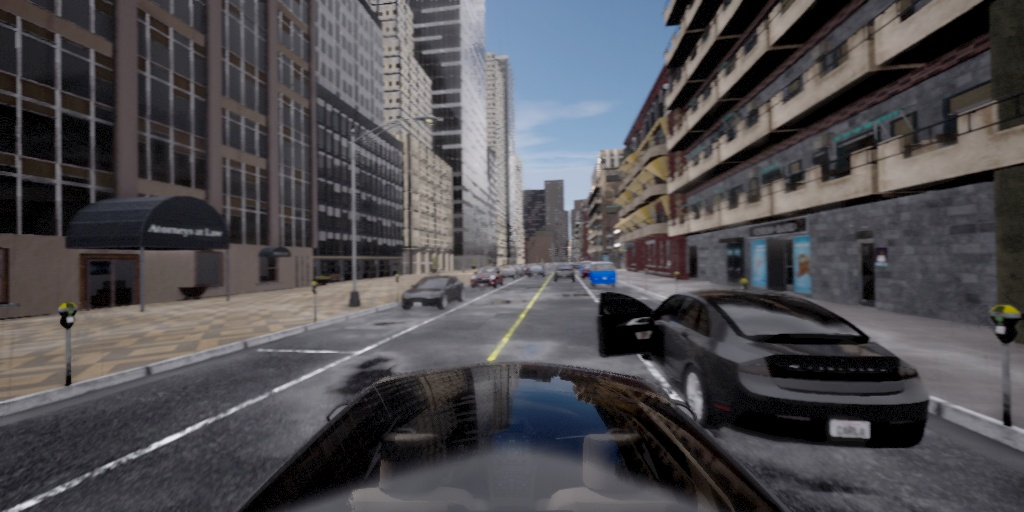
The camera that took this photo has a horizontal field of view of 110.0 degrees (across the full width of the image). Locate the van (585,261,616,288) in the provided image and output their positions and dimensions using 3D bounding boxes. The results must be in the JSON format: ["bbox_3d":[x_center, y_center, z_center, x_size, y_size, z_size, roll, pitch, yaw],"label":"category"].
[{"bbox_3d":[6.485,1.297,25.907,1.690,1.789,3.998,0,0,8],"label":"van"}]

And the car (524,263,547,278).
[{"bbox_3d":[2.843,1.732,41.041,1.812,1.442,4.674,-1,-1,9],"label":"car"}]

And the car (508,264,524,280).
[{"bbox_3d":[-0.251,1.762,38.023,2.007,1.370,4.403,0,0,8],"label":"car"}]

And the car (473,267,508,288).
[{"bbox_3d":[-1.811,1.532,27.090,1.967,1.591,4.097,0,0,8],"label":"car"}]

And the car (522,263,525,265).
[{"bbox_3d":[0.529,1.822,43.491,2.007,1.370,4.403,0,0,8],"label":"car"}]

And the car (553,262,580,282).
[{"bbox_3d":[4.863,1.563,33.122,2.128,1.511,4.902,-1,-1,8],"label":"car"}]

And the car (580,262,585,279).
[{"bbox_3d":[8.045,1.621,36.841,1.888,1.381,4.507,0,0,8],"label":"car"}]

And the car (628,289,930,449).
[{"bbox_3d":[3.218,1.253,5.457,1.837,1.490,4.892,-1,-1,8],"label":"car"}]

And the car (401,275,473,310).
[{"bbox_3d":[-3.370,1.542,16.155,1.948,1.339,4.313,0,0,8],"label":"car"}]
